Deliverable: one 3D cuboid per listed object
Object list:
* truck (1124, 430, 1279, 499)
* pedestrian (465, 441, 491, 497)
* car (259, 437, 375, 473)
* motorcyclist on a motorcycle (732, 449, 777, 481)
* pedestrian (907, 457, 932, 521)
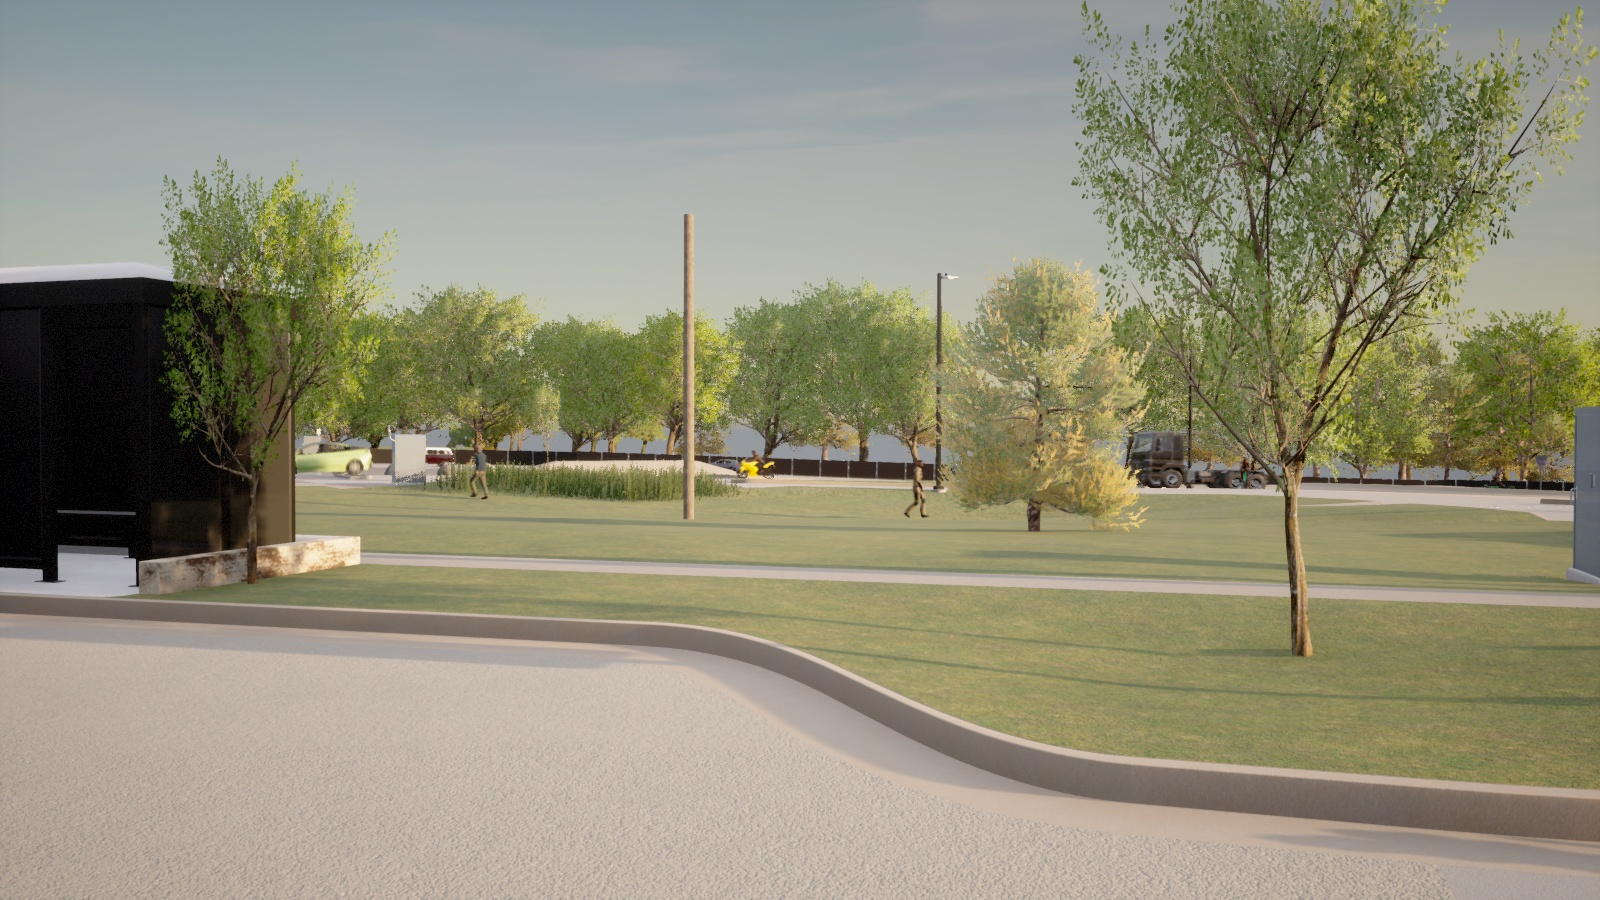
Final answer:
[{"bbox_3d":[23.355,0.857,73.220,7.936,3.462,2.891,4,-2,-6],"label":"truck"},{"bbox_3d":[-10.725,0.635,41.864,0.726,1.842,0.402,1,1,22],"label":"pedestrian"},{"bbox_3d":[-21.362,0.234,55.542,4.514,1.525,2.007,0,-1,-30],"label":"car"},{"bbox_3d":[-2.289,0.747,62.928,2.044,1.523,0.797,3,0,-19],"label":"motorcyclist on a motorcycle"},{"bbox_3d":[3.671,1.185,38.630,0.692,1.930,0.396,1,1,12],"label":"pedestrian"}]
